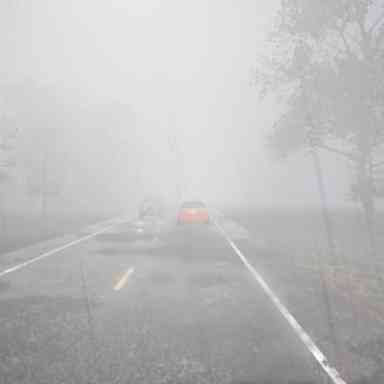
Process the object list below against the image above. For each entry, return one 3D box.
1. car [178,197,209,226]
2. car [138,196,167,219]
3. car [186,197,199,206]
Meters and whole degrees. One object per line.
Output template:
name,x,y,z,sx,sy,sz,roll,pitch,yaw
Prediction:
car,0.091,1.378,23.843,2.097,1.767,4.553,0,0,0
car,-3.512,1.360,30.417,2.150,2.045,5.566,0,0,0
car,0.079,1.553,56.134,2.128,1.511,4.902,0,0,0
